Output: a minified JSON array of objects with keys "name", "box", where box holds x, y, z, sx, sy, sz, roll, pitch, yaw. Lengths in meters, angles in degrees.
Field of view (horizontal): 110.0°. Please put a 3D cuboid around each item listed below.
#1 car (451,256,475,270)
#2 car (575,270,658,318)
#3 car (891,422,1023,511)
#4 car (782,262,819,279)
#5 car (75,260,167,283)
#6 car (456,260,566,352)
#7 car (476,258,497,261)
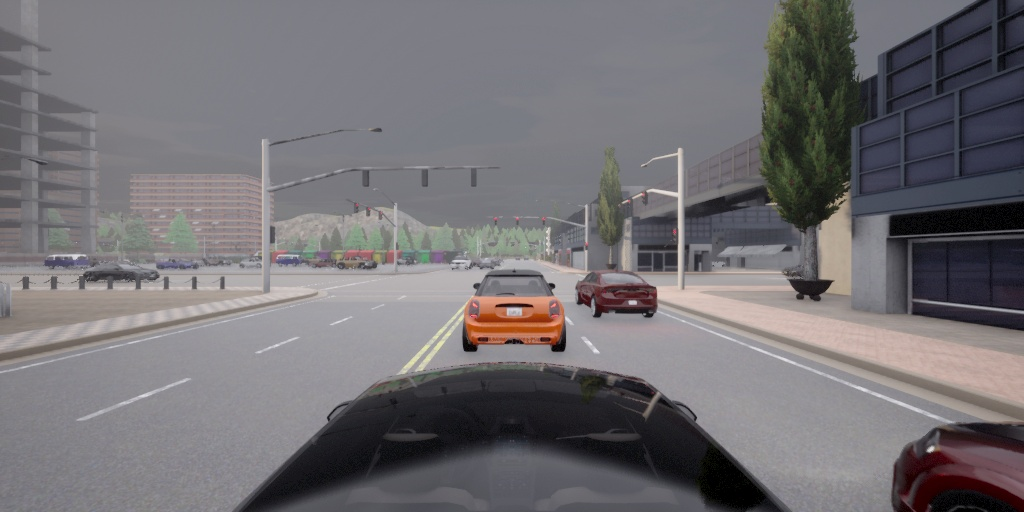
[{"name":"car","box":[-7.188,0.971,51.028,2.150,2.045,5.566,0,0,3]},{"name":"car","box":[3.568,1.228,13.064,1.882,1.535,5.008,0,0,0]},{"name":"car","box":[3.600,1.314,0.679,1.994,1.385,4.181,0,0,0]},{"name":"car","box":[26.882,1.254,31.965,4.892,1.490,1.837,0,0,0]},{"name":"car","box":[-29.942,1.276,27.535,4.674,1.442,1.812,0,0,0]},{"name":"car","box":[0.058,1.102,9.072,2.097,1.767,4.553,0,0,0]},{"name":"car","box":[-3.670,1.276,51.782,1.812,1.442,4.674,0,0,1]}]
